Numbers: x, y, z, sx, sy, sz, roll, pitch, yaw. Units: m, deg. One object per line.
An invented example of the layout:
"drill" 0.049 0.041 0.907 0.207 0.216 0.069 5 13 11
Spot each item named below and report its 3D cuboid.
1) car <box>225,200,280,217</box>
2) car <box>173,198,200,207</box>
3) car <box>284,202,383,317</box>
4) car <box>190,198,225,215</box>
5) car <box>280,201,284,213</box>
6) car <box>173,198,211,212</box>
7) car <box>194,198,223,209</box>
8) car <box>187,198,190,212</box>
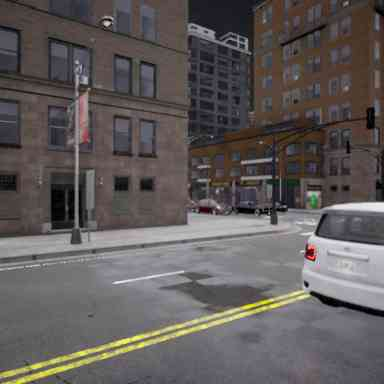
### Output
"car" 5.661 1.583 31.601 1.895 1.301 4.718 0 0 -35
"car" -0.919 1.564 50.418 1.947 1.339 4.313 0 0 -35
"car" 4.577 1.219 6.709 5.566 2.045 2.150 0 0 -36
"car" 2.070 1.413 32.286 1.967 1.590 4.097 0 0 -35
"car" 8.623 1.566 36.917 1.947 1.339 4.313 0 0 -35
"car" -0.074 1.471 39.716 2.128 1.511 4.902 0 0 -35
"car" 2.261 1.580 45.918 1.802 1.307 4.206 0 0 -35
"car" -1.111 1.411 36.786 1.967 1.590 4.097 0 0 -35
